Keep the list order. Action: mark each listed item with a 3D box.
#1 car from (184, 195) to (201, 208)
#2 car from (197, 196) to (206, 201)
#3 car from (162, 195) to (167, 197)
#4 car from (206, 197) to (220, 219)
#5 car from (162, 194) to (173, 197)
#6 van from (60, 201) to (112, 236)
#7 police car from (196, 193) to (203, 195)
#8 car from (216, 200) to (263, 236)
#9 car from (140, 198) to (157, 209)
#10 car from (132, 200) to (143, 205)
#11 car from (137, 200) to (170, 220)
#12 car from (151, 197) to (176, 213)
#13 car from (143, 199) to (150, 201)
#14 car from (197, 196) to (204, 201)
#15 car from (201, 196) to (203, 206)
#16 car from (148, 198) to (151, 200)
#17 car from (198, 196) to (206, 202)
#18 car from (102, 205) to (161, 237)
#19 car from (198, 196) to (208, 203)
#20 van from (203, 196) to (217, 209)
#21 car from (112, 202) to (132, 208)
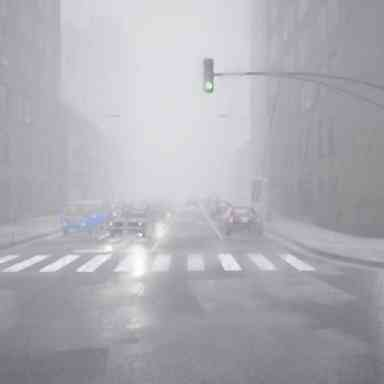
[{"bbox_3d":[-0.028,1.578,49.009,1.837,1.490,4.892,0,0,0],"label":"car"},{"bbox_3d":[2.423,1.662,86.529,2.008,1.369,4.403,0,0,0],"label":"car"},{"bbox_3d":[-6.015,1.636,58.148,1.887,1.381,4.507,0,0,0],"label":"car"},{"bbox_3d":[2.598,1.483,29.837,1.967,1.590,4.097,0,0,0],"label":"car"},{"bbox_3d":[-6.068,1.425,75.154,2.192,1.841,5.009,0,0,0],"label":"car"},{"bbox_3d":[-5.893,1.377,18.471,1.690,1.788,3.998,0,0,0],"label":"van"},{"bbox_3d":[2.189,1.513,64.603,1.930,1.638,5.238,0,0,0],"label":"police car"},{"bbox_3d":[2.633,1.465,18.499,1.967,1.590,4.097,0,0,0],"label":"car"},{"bbox_3d":[-5.980,1.603,46.642,1.752,1.417,4.829,0,0,0],"label":"car"},{"bbox_3d":[-5.928,1.619,29.807,1.947,1.339,4.313,0,0,0],"label":"car"},{"bbox_3d":[-3.163,1.649,28.250,1.895,1.301,4.718,0,0,0],"label":"car"},{"bbox_3d":[-3.188,1.611,38.940,2.033,1.411,5.357,0,0,0],"label":"car"},{"bbox_3d":[-5.945,1.644,35.476,1.802,1.307,4.206,0,0,0],"label":"car"},{"bbox_3d":[2.406,1.696,92.199,1.802,1.307,4.206,0,0,0],"label":"car"},{"bbox_3d":[2.545,1.592,47.015,1.752,1.417,4.829,0,0,0],"label":"car"},{"bbox_3d":[-5.963,1.636,41.144,1.947,1.339,4.313,0,0,0],"label":"car"},{"bbox_3d":[2.440,1.671,80.861,1.947,1.339,4.313,0,0,0],"label":"car"},{"bbox_3d":[-3.133,1.633,18.267,1.895,1.301,4.718,0,0,2],"label":"car"},{"bbox_3d":[2.458,1.665,75.192,1.947,1.339,4.313,0,0,0],"label":"car"},{"bbox_3d":[2.562,1.400,41.176,1.690,1.788,3.998,0,0,0],"label":"van"},{"bbox_3d":[-5.911,1.485,24.139,1.967,1.590,4.097,0,0,0],"label":"car"}]
